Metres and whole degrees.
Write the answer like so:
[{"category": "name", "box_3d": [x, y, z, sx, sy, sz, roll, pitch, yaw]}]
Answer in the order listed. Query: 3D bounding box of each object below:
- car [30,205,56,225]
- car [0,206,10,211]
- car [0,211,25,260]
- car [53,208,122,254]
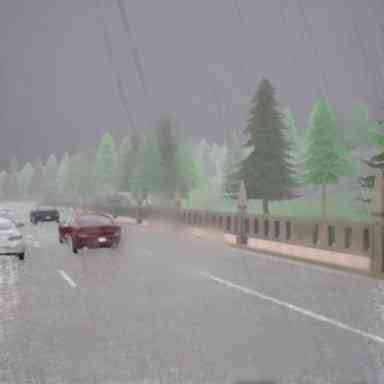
[{"category": "car", "box_3d": [-12.219, 1.801, 27.556, 1.882, 1.535, 5.008, 1, -1, -30]}, {"category": "car", "box_3d": [-14.968, 1.801, 25.321, 1.812, 1.442, 4.674, 1, -1, -30]}, {"category": "car", "box_3d": [-7.379, 1.662, 12.484, 1.812, 1.442, 4.674, 1, -1, -30]}, {"category": "car", "box_3d": [-4.632, 1.662, 14.717, 1.882, 1.535, 5.008, 1, -1, -30]}]
